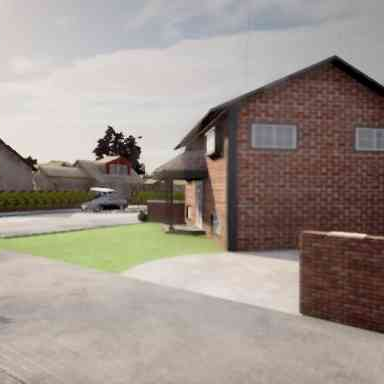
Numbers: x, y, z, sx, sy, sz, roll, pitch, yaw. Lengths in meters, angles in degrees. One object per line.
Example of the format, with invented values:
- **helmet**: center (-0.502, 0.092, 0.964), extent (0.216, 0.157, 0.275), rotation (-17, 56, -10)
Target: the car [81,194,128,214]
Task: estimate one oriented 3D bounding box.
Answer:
- **car**: center (-8.380, 1.218, 32.099), extent (2.128, 1.511, 4.902), rotation (1, 0, 36)
